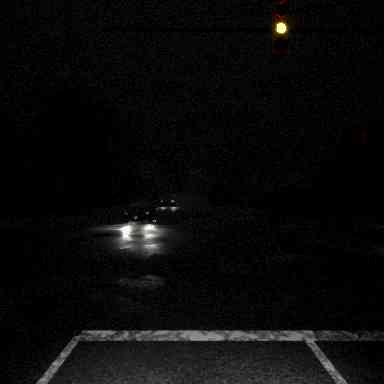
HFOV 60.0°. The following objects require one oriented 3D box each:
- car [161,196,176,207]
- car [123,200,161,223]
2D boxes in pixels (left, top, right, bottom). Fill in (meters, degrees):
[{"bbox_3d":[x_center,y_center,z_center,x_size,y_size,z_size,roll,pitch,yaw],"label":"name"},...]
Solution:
[{"bbox_3d":[-3.500,1.344,48.812,2.097,1.767,4.553,0,-2,0],"label":"car"},{"bbox_3d":[-3.500,1.288,23.047,1.812,1.442,4.674,0,1,0],"label":"car"}]
